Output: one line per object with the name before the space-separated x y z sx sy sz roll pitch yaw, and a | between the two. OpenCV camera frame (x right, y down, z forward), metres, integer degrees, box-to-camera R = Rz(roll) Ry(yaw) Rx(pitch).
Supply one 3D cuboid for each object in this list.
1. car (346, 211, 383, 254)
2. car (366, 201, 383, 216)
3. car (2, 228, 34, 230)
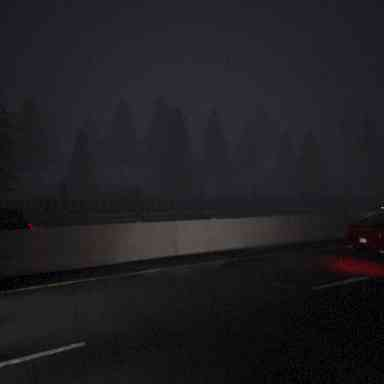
car | 7.882 1.465 12.181 5.008 1.535 1.882 0 0 -27
car | 19.410 1.567 31.991 4.718 1.301 1.895 0 0 -16
car | -7.773 1.304 11.142 4.553 1.767 2.097 0 0 -34
